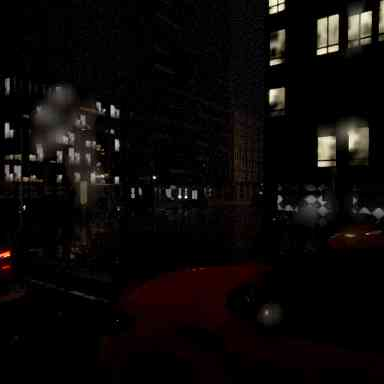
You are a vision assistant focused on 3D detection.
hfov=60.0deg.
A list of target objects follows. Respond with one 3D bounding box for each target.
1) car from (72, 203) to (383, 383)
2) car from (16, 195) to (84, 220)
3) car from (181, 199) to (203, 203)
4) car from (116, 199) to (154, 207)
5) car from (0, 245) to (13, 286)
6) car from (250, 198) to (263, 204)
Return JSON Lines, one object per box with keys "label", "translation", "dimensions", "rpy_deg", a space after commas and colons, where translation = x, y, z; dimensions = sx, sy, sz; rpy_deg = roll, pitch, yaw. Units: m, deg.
{"label": "car", "translation": [1.781, 1.221, 2.415], "dimensions": [5.566, 2.045, 2.150], "rpy_deg": [0, 0, 35]}
{"label": "car", "translation": [-12.241, 1.277, 29.166], "dimensions": [2.150, 2.045, 5.566], "rpy_deg": [1, 0, 39]}
{"label": "car", "translation": [-0.153, 1.673, 45.442], "dimensions": [1.812, 1.442, 4.674], "rpy_deg": [1, 0, 36]}
{"label": "car", "translation": [-6.307, 1.592, 37.191], "dimensions": [2.128, 1.511, 4.902], "rpy_deg": [1, 0, 37]}
{"label": "car", "translation": [-6.121, 1.521, 8.034], "dimensions": [4.674, 1.442, 1.812], "rpy_deg": [0, 0, 35]}
{"label": "car", "translation": [11.628, 1.791, 55.949], "dimensions": [2.033, 1.411, 5.357], "rpy_deg": [1, 0, 37]}
